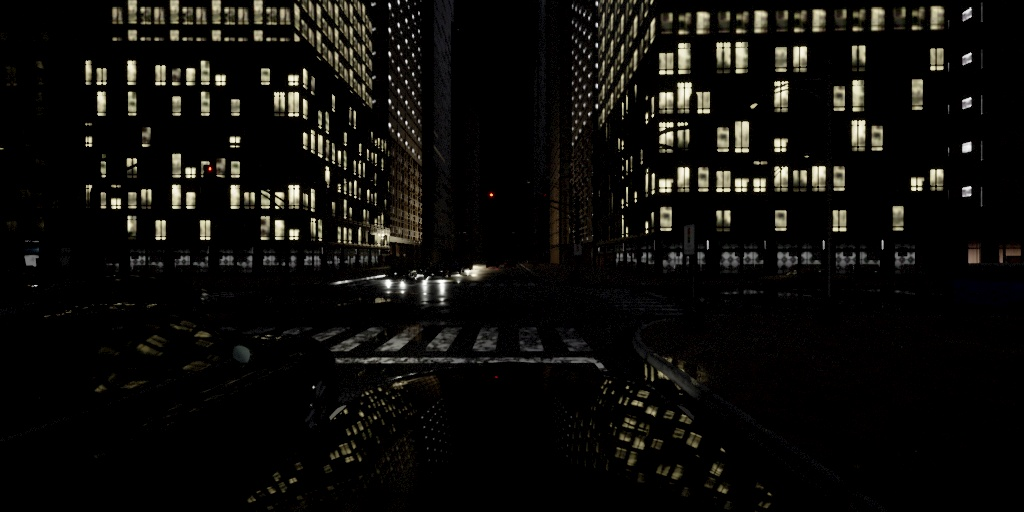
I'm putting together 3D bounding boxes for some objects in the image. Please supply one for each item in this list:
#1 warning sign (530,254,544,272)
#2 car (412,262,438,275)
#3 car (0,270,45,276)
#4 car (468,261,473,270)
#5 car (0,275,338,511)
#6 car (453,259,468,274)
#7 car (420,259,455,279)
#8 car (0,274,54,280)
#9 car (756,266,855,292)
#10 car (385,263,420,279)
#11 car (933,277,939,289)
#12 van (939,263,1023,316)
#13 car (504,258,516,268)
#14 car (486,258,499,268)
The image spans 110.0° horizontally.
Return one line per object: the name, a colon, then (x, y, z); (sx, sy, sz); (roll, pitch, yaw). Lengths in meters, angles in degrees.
warning sign: (2.643, 0.909, 40.794); (1.300, 1.860, 1.060); (0, 0, 0)
car: (-10.054, 1.360, 41.679); (1.994, 1.385, 4.181); (0, 0, 0)
car: (-22.632, 1.321, 16.378); (4.181, 1.385, 1.994); (0, 0, 0)
car: (-6.858, 1.389, 52.776); (1.994, 1.385, 4.181); (0, 0, 0)
car: (-3.154, 1.102, 2.525); (2.097, 1.767, 4.553); (0, 0, 0)
car: (-6.817, 1.276, 42.797); (1.882, 1.535, 5.008); (0, 0, 0)
car: (-6.764, 1.305, 32.923); (1.812, 1.442, 4.674); (0, 0, 0)
car: (-9.680, 1.256, 8.506); (1.837, 1.490, 4.892); (2, 0, -3)
car: (16.987, 1.293, 20.883); (4.829, 1.417, 1.751); (0, 0, 2)
car: (-10.015, 1.343, 32.770); (1.994, 1.385, 4.181); (0, 0, 0)
car: (26.824, 1.356, 20.451); (4.207, 1.307, 1.802); (0, 0, 2)
van: (18.301, 1.119, 12.718); (3.998, 1.789, 1.690); (0, 0, 2)
car: (-0.329, 1.425, 63.793); (1.994, 1.385, 4.181); (0, 0, 0)
car: (-3.473, 1.213, 63.616); (2.097, 1.767, 4.553); (0, 0, -1)
